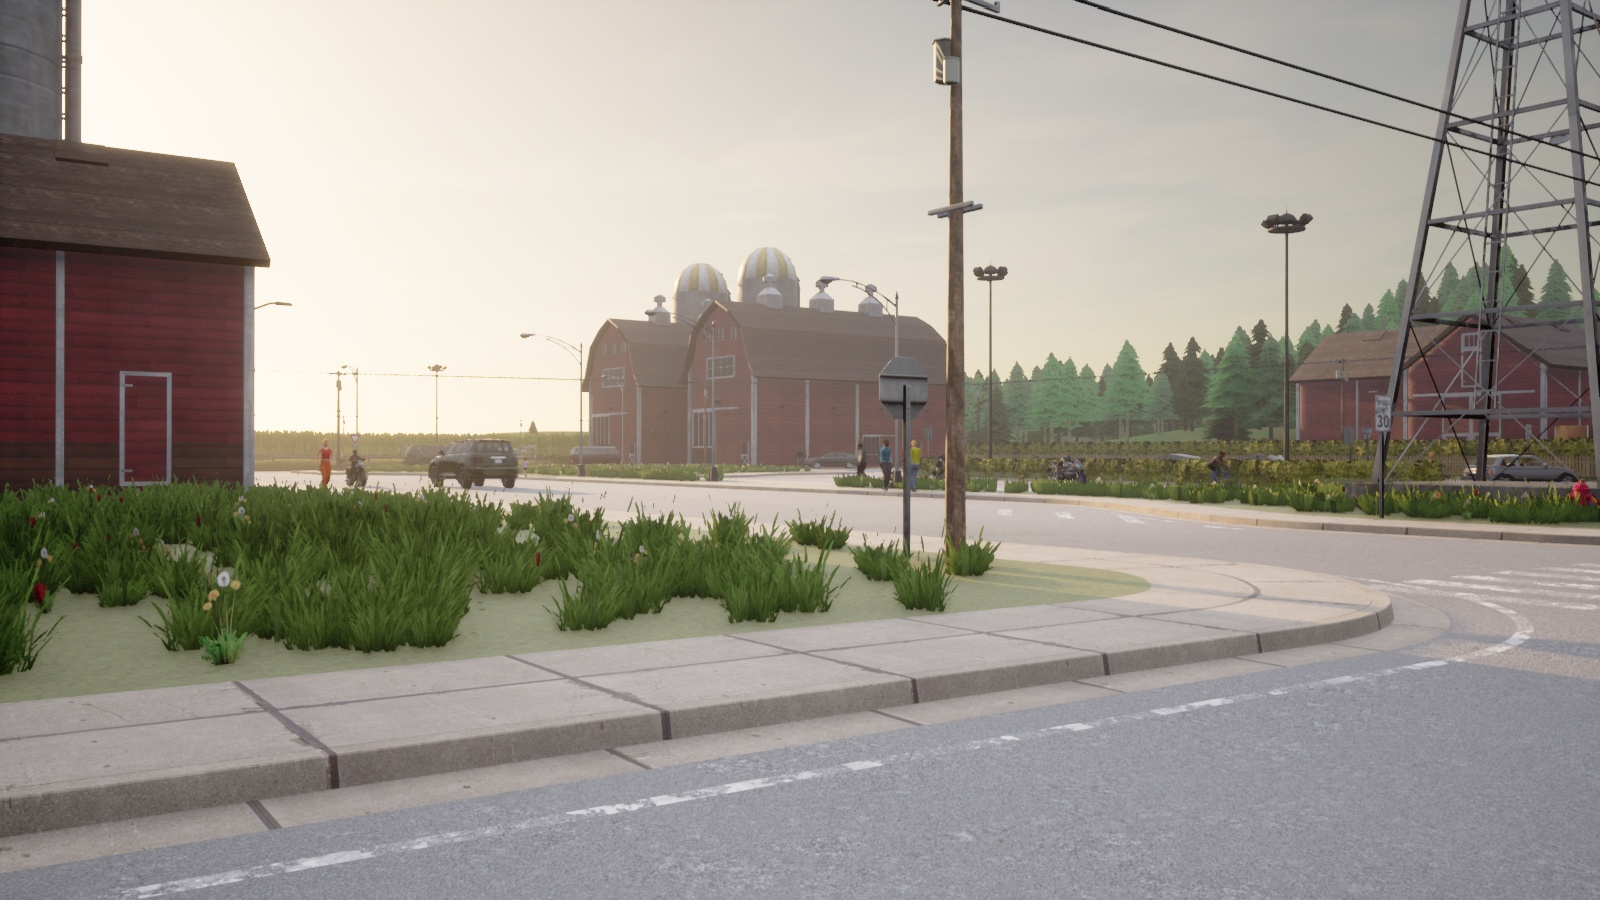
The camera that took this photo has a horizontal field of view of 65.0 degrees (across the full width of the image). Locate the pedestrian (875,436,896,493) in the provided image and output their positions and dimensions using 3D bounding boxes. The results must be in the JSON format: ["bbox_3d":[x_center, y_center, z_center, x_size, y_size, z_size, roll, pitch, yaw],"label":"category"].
[{"bbox_3d":[2.968,0.496,43.545,0.396,1.930,0.692,0,0,-29],"label":"pedestrian"}]

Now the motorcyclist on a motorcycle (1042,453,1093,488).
[{"bbox_3d":[11.836,0.885,55.541,0.866,1.530,2.191,0,0,-35],"label":"motorcyclist on a motorcycle"}]

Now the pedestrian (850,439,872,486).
[{"bbox_3d":[2.540,0.521,52.408,0.788,1.949,0.423,0,0,34],"label":"pedestrian"}]

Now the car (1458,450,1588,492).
[{"bbox_3d":[26.752,0.760,46.522,3.806,1.475,1.970,0,0,-10],"label":"car"}]

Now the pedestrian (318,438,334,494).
[{"bbox_3d":[-15.602,0.533,41.345,0.345,1.836,0.594,0,0,-35],"label":"pedestrian"}]

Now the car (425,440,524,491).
[{"bbox_3d":[-13.728,0.619,52.691,2.150,2.045,5.566,0,0,-36],"label":"car"}]

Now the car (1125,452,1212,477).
[{"bbox_3d":[22.437,0.875,76.573,2.163,1.488,4.792,0,0,-35],"label":"car"}]

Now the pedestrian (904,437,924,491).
[{"bbox_3d":[3.907,0.493,43.082,0.354,1.836,0.706,0,0,-24],"label":"pedestrian"}]

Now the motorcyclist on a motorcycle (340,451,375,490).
[{"bbox_3d":[-19.085,0.866,54.128,0.766,1.649,2.350,0,0,-36],"label":"motorcyclist on a motorcycle"}]

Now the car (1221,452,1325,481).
[{"bbox_3d":[25.087,0.846,66.731,2.163,1.488,4.792,0,0,-35],"label":"car"}]
